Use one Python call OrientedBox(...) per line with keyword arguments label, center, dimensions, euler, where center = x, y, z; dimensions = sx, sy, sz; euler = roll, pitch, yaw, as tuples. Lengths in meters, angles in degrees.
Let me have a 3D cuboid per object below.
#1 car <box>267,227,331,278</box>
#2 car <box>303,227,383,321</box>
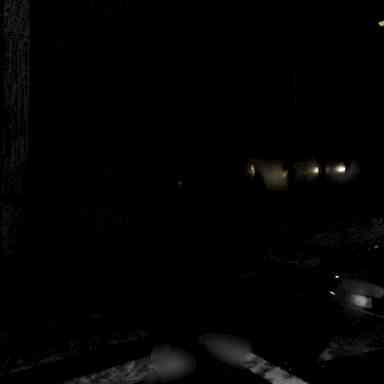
OrientedBox(label="car", center=(3.996, 1.674, 9.512), dimensions=(4.206, 1.307, 1.802), euler=(1, -1, -36))
OrientedBox(label="car", center=(4.804, 1.550, 6.862), dimensions=(4.902, 1.511, 2.128), euler=(1, -1, -34))
